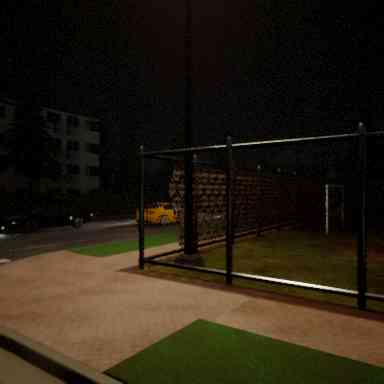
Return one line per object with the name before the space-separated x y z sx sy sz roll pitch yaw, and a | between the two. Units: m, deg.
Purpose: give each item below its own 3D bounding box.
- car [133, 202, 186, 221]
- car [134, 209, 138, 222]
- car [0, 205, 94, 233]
car | -2.648 1.569 28.174 1.895 1.301 4.718 0 0 35
car | -1.717 1.448 23.195 1.882 1.535 5.008 0 0 36
car | -8.481 1.515 19.865 2.033 1.411 5.357 0 0 35
